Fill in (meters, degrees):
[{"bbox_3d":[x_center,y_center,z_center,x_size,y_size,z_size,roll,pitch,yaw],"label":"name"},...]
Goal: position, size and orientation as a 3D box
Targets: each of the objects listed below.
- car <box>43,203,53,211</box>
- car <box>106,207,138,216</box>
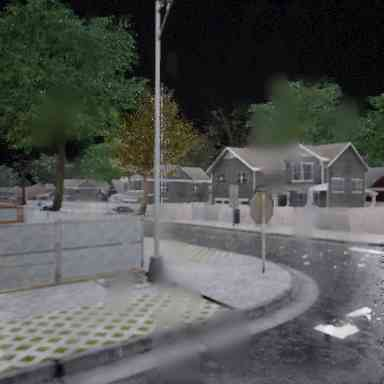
[{"bbox_3d":[-23.094,2.486,54.716,1.882,1.535,5.008,0,-1,-36],"label":"car"},{"bbox_3d":[-6.965,2.155,32.529,1.994,1.385,4.181,0,-1,-36],"label":"car"}]
